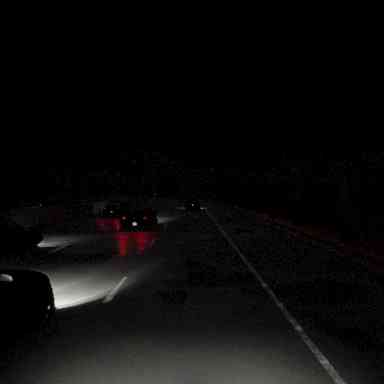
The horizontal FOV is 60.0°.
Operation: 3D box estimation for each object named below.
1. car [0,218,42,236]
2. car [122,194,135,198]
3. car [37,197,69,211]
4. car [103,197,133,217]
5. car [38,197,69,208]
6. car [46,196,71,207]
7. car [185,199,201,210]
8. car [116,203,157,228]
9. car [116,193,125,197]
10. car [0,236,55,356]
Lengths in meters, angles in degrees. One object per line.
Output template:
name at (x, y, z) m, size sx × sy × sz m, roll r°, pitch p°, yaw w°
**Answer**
car at (-6.906, 1.542, 10.950) m, size 2.033 × 1.411 × 5.357 m, roll 0°, pitch 0°, yaw 0°
car at (-14.042, 1.662, 76.028) m, size 1.895 × 1.301 × 4.718 m, roll 0°, pitch 0°, yaw 0°
car at (-17.600, 1.471, 42.344) m, size 1.882 × 1.535 × 5.008 m, roll 0°, pitch 0°, yaw 0°
car at (-6.911, 1.515, 30.896) m, size 1.812 × 1.442 × 4.674 m, roll 0°, pitch 0°, yaw 0°
car at (-14.106, 1.553, 34.059) m, size 1.994 × 1.385 × 4.181 m, roll 0°, pitch 0°, yaw 0°
car at (-21.077, 1.484, 52.657) m, size 1.882 × 1.535 × 5.008 m, roll 0°, pitch 0°, yaw 0°
car at (0.084, 1.559, 42.928) m, size 1.994 × 1.385 × 4.181 m, roll 0°, pitch 0°, yaw 0°
car at (-3.408, 1.591, 22.005) m, size 1.895 × 1.301 × 4.718 m, roll 0°, pitch 0°, yaw 0°
car at (-18.003, 1.325, 84.333) m, size 2.150 × 2.045 × 5.566 m, roll 0°, pitch 0°, yaw -4°
car at (-3.402, 1.562, 4.183) m, size 1.994 × 1.385 × 4.181 m, roll 0°, pitch 0°, yaw 0°
